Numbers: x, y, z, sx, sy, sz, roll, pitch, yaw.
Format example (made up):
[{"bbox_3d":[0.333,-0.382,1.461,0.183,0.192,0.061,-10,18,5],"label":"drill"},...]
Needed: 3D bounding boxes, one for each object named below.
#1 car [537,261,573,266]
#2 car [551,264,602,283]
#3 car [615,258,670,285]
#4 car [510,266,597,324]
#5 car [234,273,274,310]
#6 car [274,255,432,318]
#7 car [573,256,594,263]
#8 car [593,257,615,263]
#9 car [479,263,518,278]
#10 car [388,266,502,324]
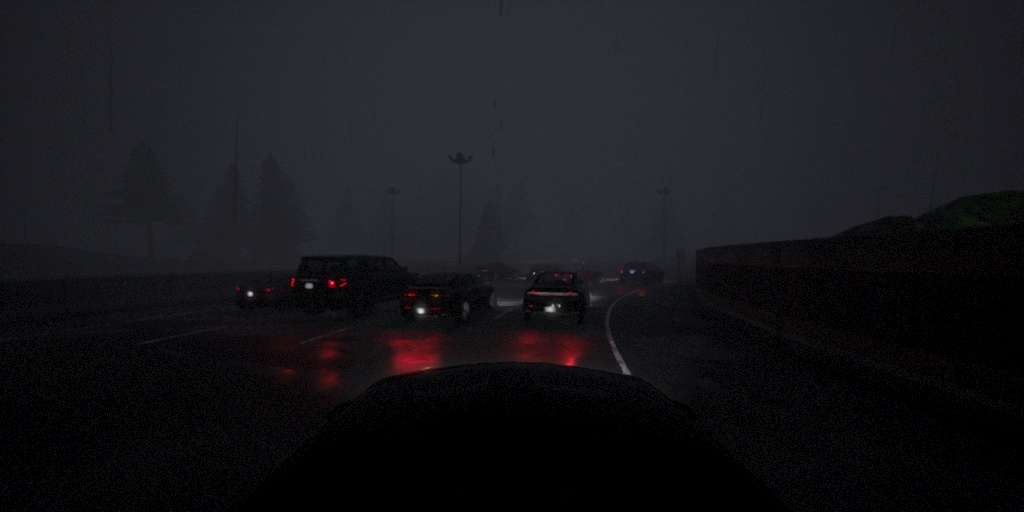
[{"bbox_3d":[2.975,1.365,29.724,1.994,1.385,4.181,0,0,37],"label":"car"},{"bbox_3d":[5.061,1.407,26.888,1.895,1.301,4.718,0,0,36],"label":"car"},{"bbox_3d":[9.957,1.179,27.204,2.097,1.767,4.553,0,0,40],"label":"car"},{"bbox_3d":[1.657,1.266,12.234,2.128,1.511,4.902,0,0,14],"label":"car"},{"bbox_3d":[-8.566,1.298,14.375,1.994,1.385,4.181,0,0,14],"label":"car"},{"bbox_3d":[-5.343,0.969,13.214,2.150,2.045,5.566,0,0,14],"label":"car"},{"bbox_3d":[13.688,1.143,63.283,4.553,1.767,2.097,0,0,-21],"label":"car"},{"bbox_3d":[15.847,1.276,56.475,4.902,1.511,2.128,0,0,-22],"label":"car"},{"bbox_3d":[-1.238,1.290,29.940,1.837,1.490,4.892,-1,0,35],"label":"car"},{"bbox_3d":[-1.946,1.263,12.205,1.837,1.490,4.892,0,0,13],"label":"car"}]
